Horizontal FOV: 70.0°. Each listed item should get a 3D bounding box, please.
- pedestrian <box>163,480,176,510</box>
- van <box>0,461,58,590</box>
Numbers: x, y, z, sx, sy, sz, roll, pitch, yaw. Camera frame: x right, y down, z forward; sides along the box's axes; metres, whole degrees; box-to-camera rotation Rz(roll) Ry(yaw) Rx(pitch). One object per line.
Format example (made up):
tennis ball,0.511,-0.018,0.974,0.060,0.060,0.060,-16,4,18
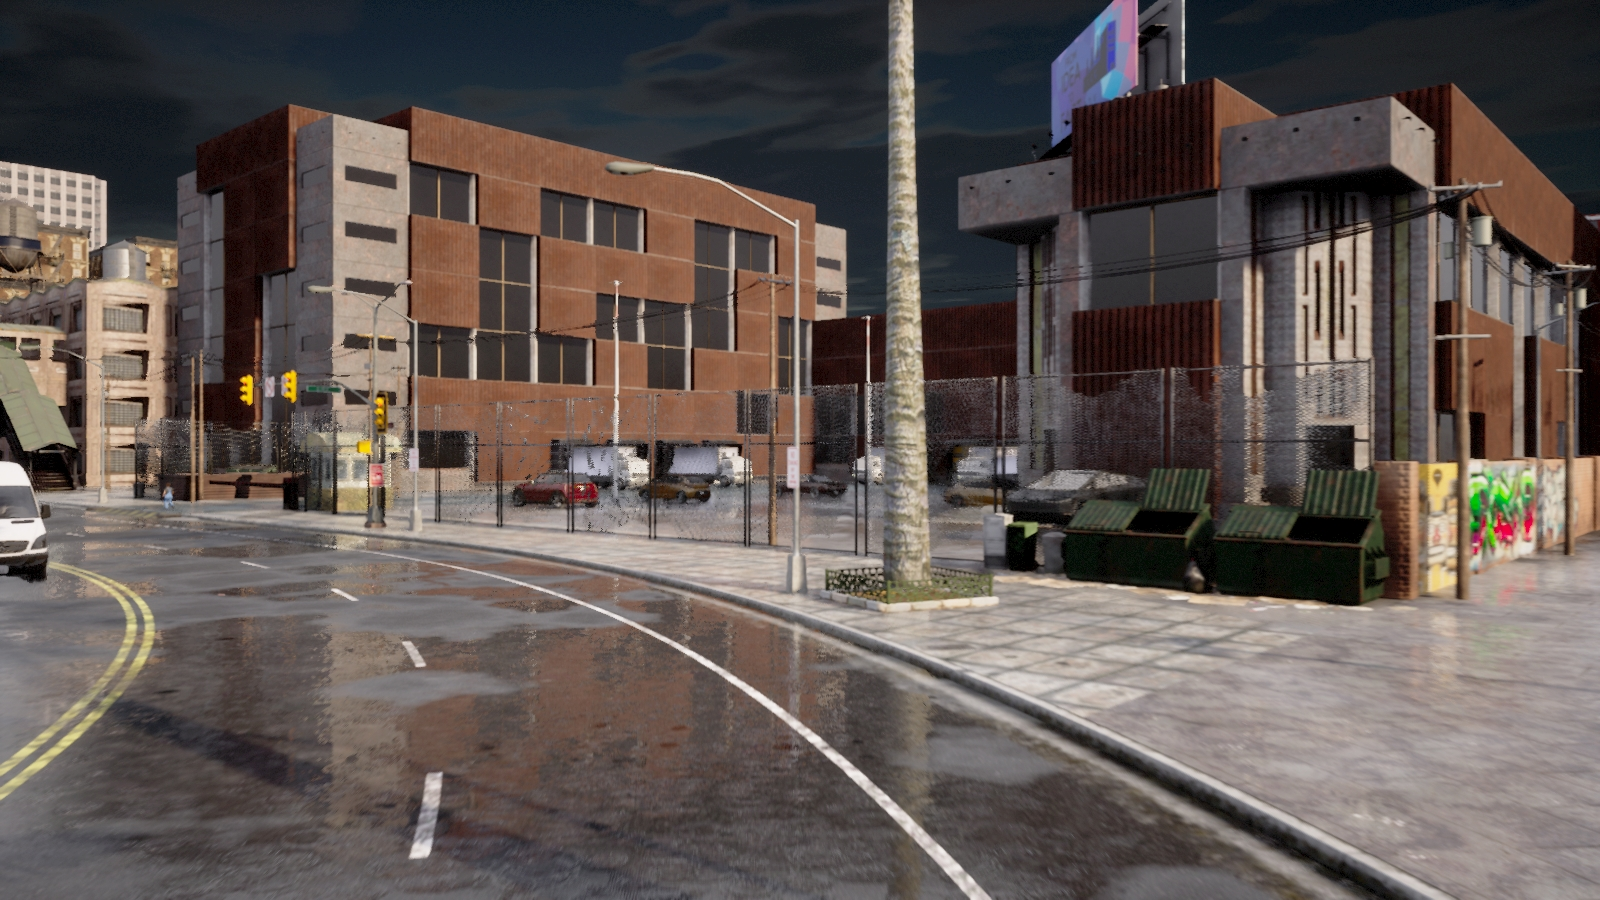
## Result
pedestrian,-27.923,1.981,50.582,0.375,1.300,0.375,0,0,39
van,-18.139,1.537,25.086,1.988,2.561,5.915,0,0,-44
